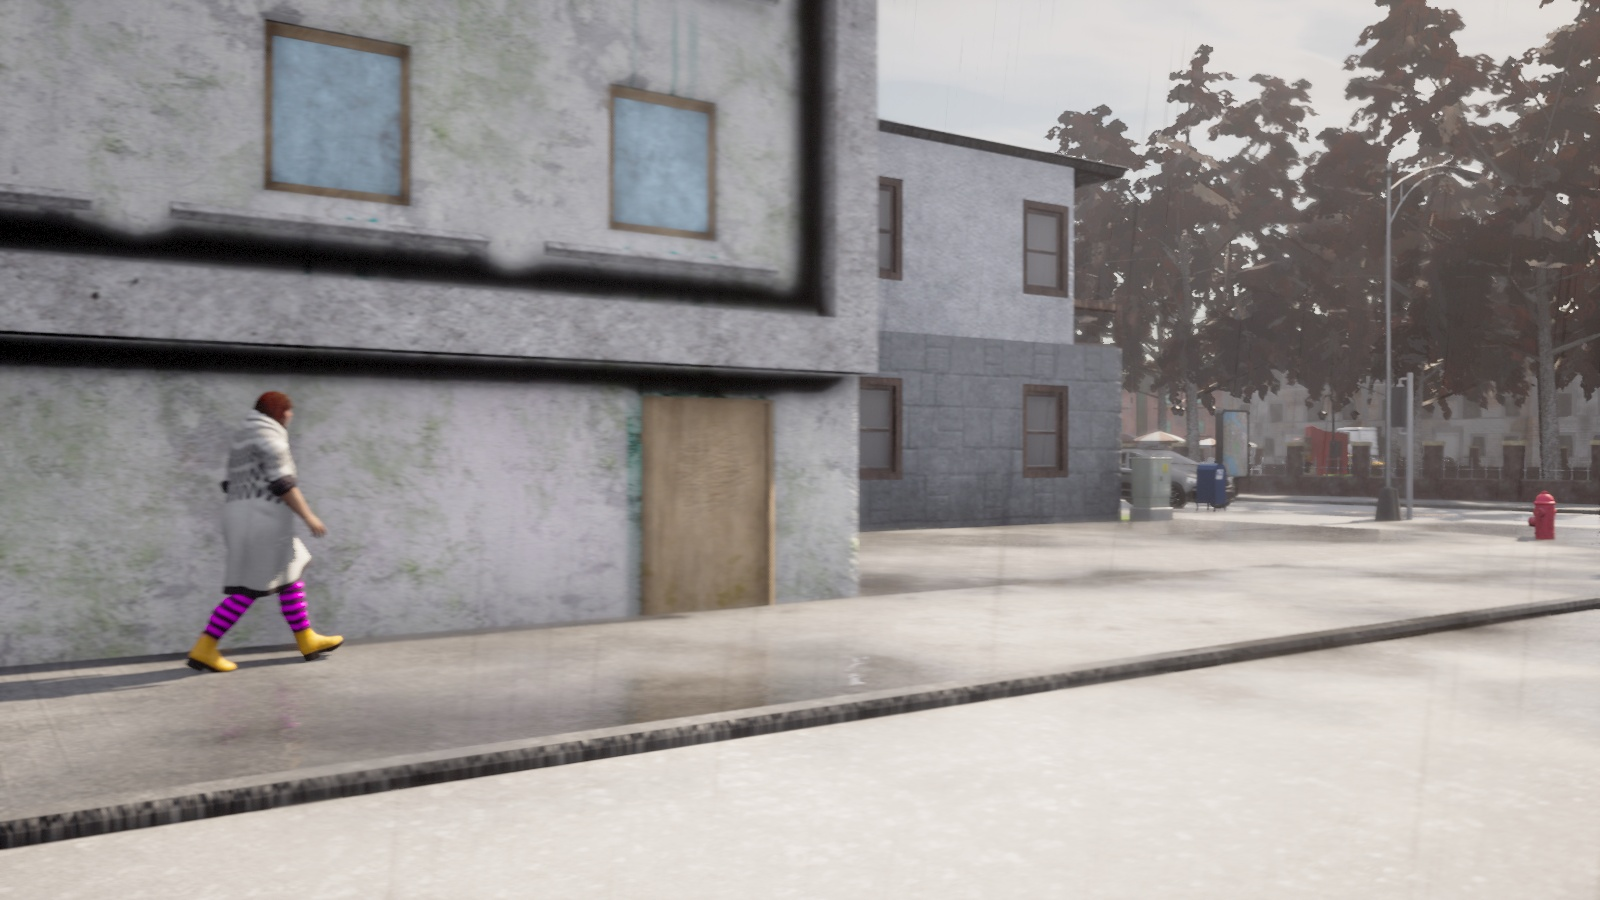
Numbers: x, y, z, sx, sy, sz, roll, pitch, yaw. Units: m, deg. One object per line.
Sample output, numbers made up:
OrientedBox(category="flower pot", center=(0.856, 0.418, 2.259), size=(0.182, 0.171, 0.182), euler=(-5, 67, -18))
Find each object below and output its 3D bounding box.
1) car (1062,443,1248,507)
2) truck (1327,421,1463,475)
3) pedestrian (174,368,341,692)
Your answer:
OrientedBox(category="car", center=(9.823, 0.658, 35.057), size=(2.242, 1.667, 4.611), euler=(0, 0, -34))
OrientedBox(category="truck", center=(40.042, -0.103, 84.806), size=(2.891, 3.462, 7.936), euler=(0, 0, -35))
OrientedBox(category="pedestrian", center=(-3.495, 0.482, 8.080), size=(0.873, 1.952, 0.659), euler=(0, 0, -35))
